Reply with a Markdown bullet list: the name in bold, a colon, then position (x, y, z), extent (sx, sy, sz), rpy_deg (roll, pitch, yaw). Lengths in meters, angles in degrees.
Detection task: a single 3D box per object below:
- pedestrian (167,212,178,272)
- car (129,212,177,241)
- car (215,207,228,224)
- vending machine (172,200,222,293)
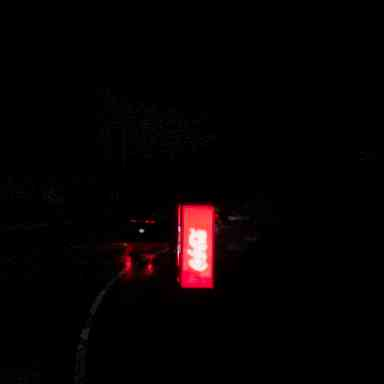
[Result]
- **pedestrian**: position (-0.370, 1.212, 8.854), extent (0.375, 1.860, 0.375), rpy_deg (1, 0, 2)
- **car**: position (-1.537, 1.613, 17.636), extent (2.128, 1.511, 4.902), rpy_deg (1, -1, 19)
- **car**: position (1.829, 1.874, 28.037), extent (1.895, 1.301, 4.718), rpy_deg (1, -1, 16)
- **vending machine**: position (0.113, 1.266, 8.097), extent (1.100, 2.100, 0.880), rpy_deg (1, 0, -1)
